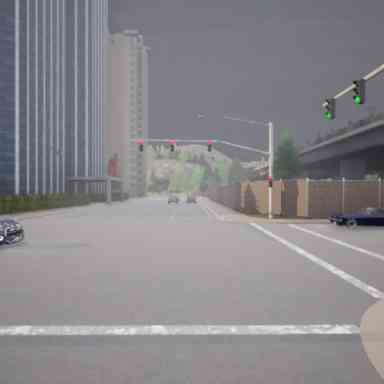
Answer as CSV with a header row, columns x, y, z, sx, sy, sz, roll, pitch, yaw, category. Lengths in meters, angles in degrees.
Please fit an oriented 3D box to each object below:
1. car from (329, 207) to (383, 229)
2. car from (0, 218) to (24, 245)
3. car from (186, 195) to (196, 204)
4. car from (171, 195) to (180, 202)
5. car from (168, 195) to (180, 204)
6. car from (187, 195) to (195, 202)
x,y,z,sx,sy,sz,roll,pitch,yaw,category
11.342,1.647,21.218,4.718,1.301,1.895,0,0,1,car
-9.540,1.374,13.883,4.553,1.767,2.097,0,0,0,car
-0.146,1.520,63.642,2.033,1.411,5.357,0,0,0,car
-3.670,1.423,74.065,1.895,1.301,4.718,0,0,0,car
-3.646,1.520,63.634,2.033,1.411,5.357,0,0,0,car
-0.170,1.352,74.043,1.812,1.442,4.674,0,0,0,car
